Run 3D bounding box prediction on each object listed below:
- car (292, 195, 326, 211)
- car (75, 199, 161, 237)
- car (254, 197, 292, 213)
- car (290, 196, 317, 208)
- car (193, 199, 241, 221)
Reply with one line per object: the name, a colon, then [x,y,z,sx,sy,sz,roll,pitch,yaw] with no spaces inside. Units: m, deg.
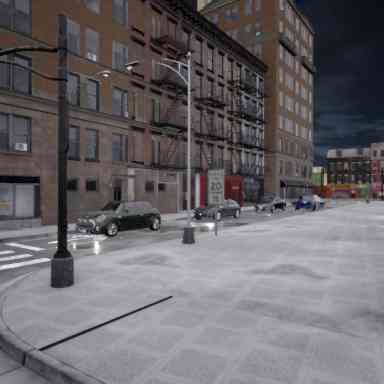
car: [12.730,1.059,35.546,2.097,1.767,4.553,0,1,36]
car: [-3.727,1.218,17.331,2.097,1.767,4.553,0,1,37]
car: [7.944,1.218,33.503,2.128,1.511,4.902,0,1,36]
car: [14.169,1.260,42.080,1.895,1.301,4.718,0,1,36]
car: [2.008,1.300,25.260,1.837,1.490,4.892,0,1,36]
